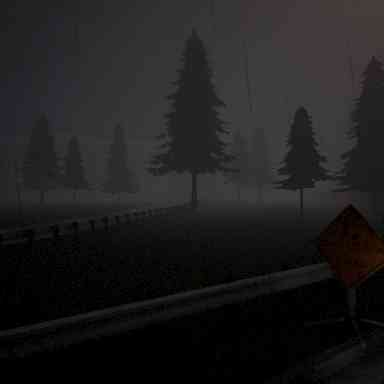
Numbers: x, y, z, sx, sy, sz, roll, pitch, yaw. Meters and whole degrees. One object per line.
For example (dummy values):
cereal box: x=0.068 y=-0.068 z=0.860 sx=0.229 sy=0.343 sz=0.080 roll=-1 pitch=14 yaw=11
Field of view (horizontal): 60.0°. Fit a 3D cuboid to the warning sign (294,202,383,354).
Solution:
warning sign: x=2.421 y=1.115 z=5.043 sx=1.060 sy=1.860 sz=1.300 roll=0 pitch=0 yaw=-35
